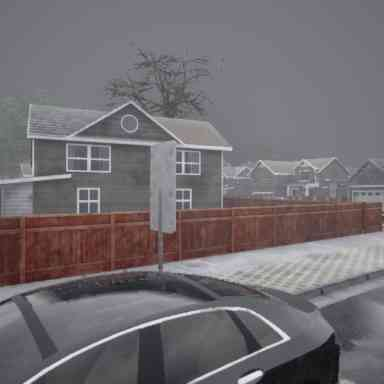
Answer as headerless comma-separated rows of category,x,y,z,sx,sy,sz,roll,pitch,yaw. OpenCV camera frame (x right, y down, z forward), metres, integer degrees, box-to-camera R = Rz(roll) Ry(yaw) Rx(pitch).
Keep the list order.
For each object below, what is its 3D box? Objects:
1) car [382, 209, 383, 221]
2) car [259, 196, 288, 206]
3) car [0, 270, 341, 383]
car,13.253,1.497,26.260,1.994,1.385,4.181,0,0,-23
car,9.171,1.238,35.543,2.097,1.767,4.553,0,0,-27
car,-0.848,1.505,2.446,4.892,1.490,1.837,0,0,-36
